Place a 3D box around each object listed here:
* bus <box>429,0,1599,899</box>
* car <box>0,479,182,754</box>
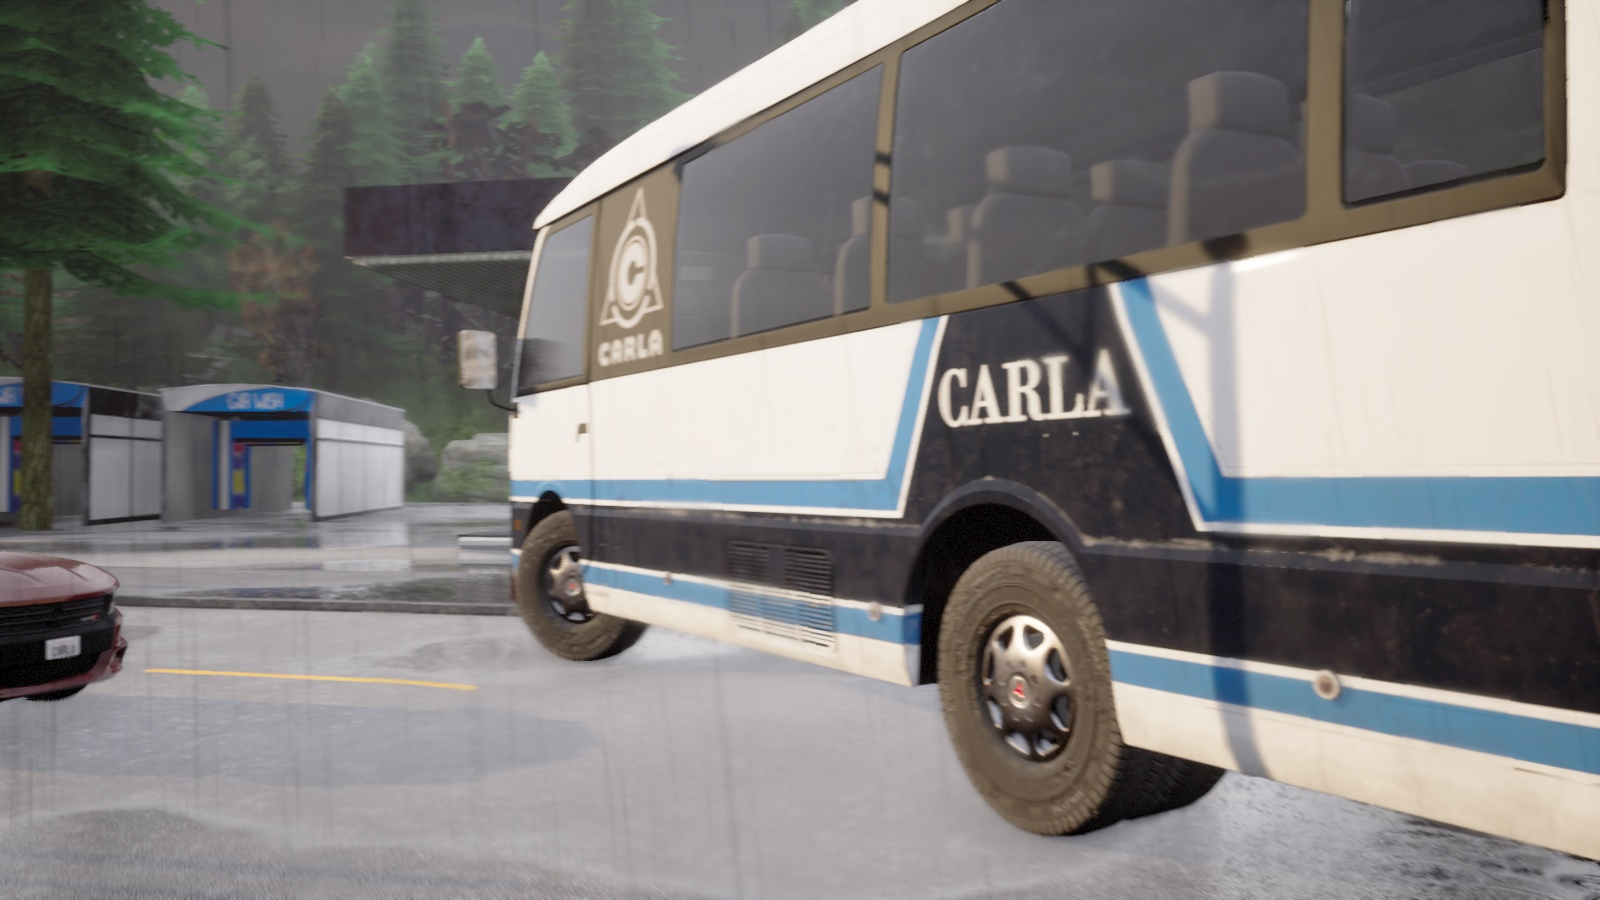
[{"bbox_3d":[0.856,-0.435,8.516,3.944,4.253,10.273,-2,-1,-31],"label":"bus"},{"bbox_3d":[-6.835,0.978,8.138,5.008,1.535,1.882,-1,-1,13],"label":"car"}]
